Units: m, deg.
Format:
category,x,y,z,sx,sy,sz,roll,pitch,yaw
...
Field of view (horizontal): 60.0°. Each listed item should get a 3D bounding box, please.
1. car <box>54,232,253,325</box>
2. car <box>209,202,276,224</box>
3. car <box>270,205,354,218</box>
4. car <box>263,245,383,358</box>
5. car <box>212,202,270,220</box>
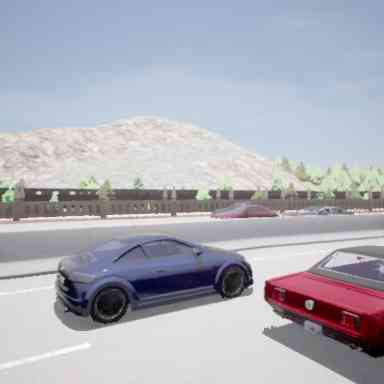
category,x,y,z,sx,sy,sz,roll,pitch,yaw
car,-0.704,1.579,7.188,4.181,1.385,1.994,0,0,-32
car,3.928,1.576,25.814,4.892,1.490,1.837,0,0,-24
car,7.474,1.557,19.745,4.902,1.511,2.128,0,0,-24
car,3.608,1.623,5.775,4.718,1.301,1.895,0,0,-31
car,3.524,1.586,21.744,4.674,1.442,1.812,0,0,-26
